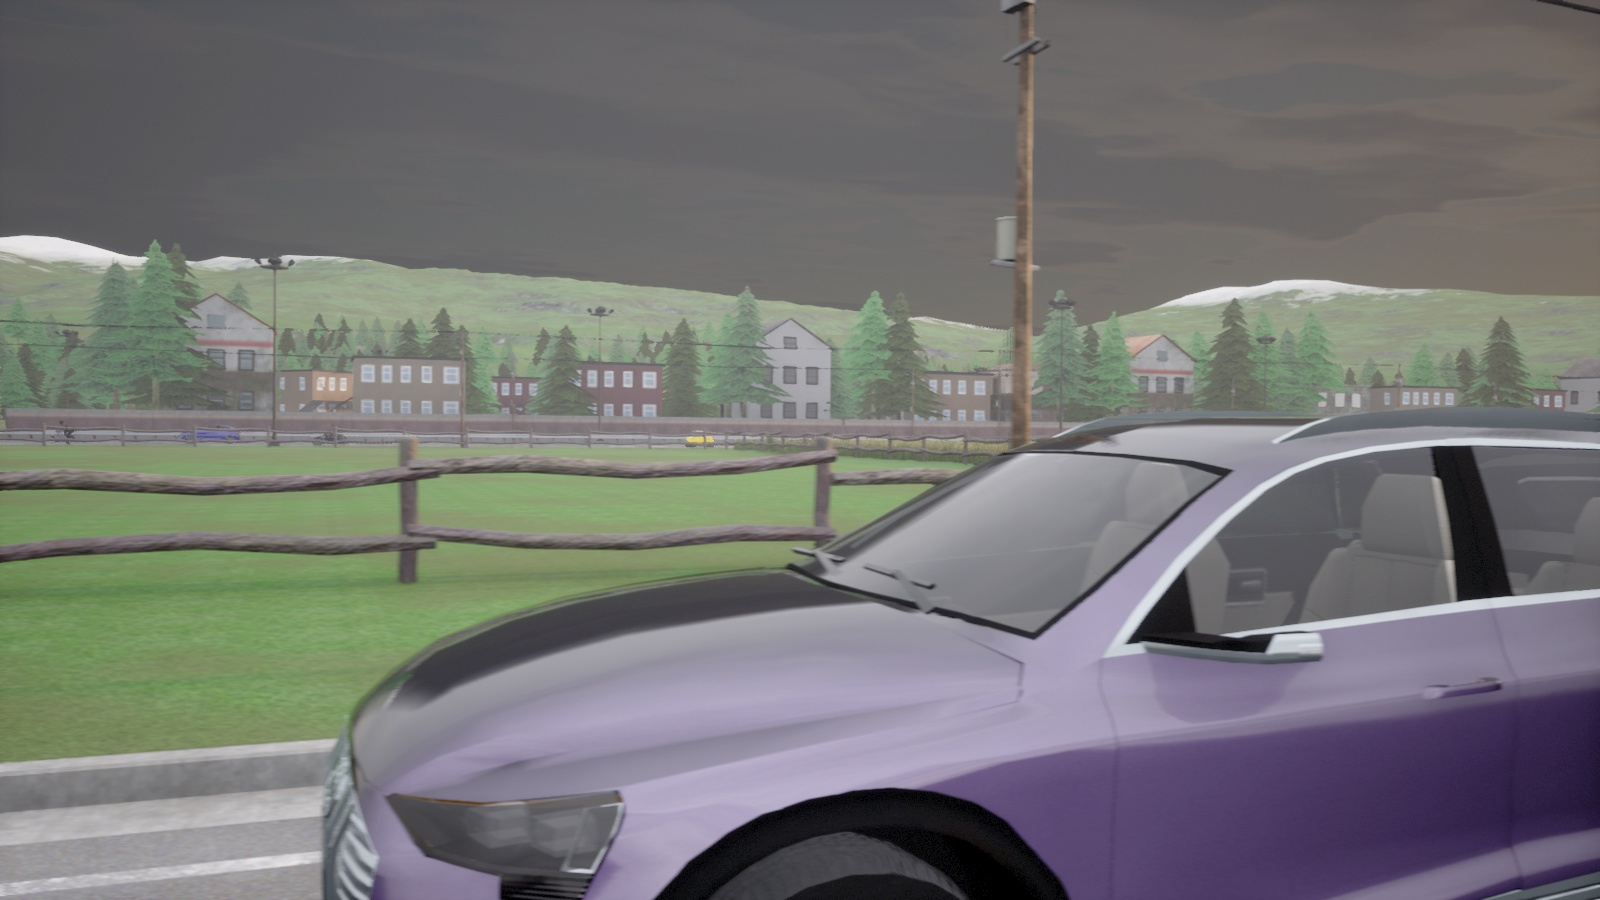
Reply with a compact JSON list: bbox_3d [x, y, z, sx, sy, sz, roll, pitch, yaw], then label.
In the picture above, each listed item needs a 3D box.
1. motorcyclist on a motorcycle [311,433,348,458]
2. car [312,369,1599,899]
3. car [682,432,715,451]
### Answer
[{"bbox_3d":[-32.587,-0.315,86.911,2.350,1.649,0.766,-1,1,-21],"label":"motorcyclist on a motorcycle"},{"bbox_3d":[1.193,0.652,3.691,4.856,1.649,2.033,-1,1,-21],"label":"car"},{"bbox_3d":[-7.800,-0.653,96.192,2.207,1.376,1.481,-1,1,-21],"label":"car"}]
